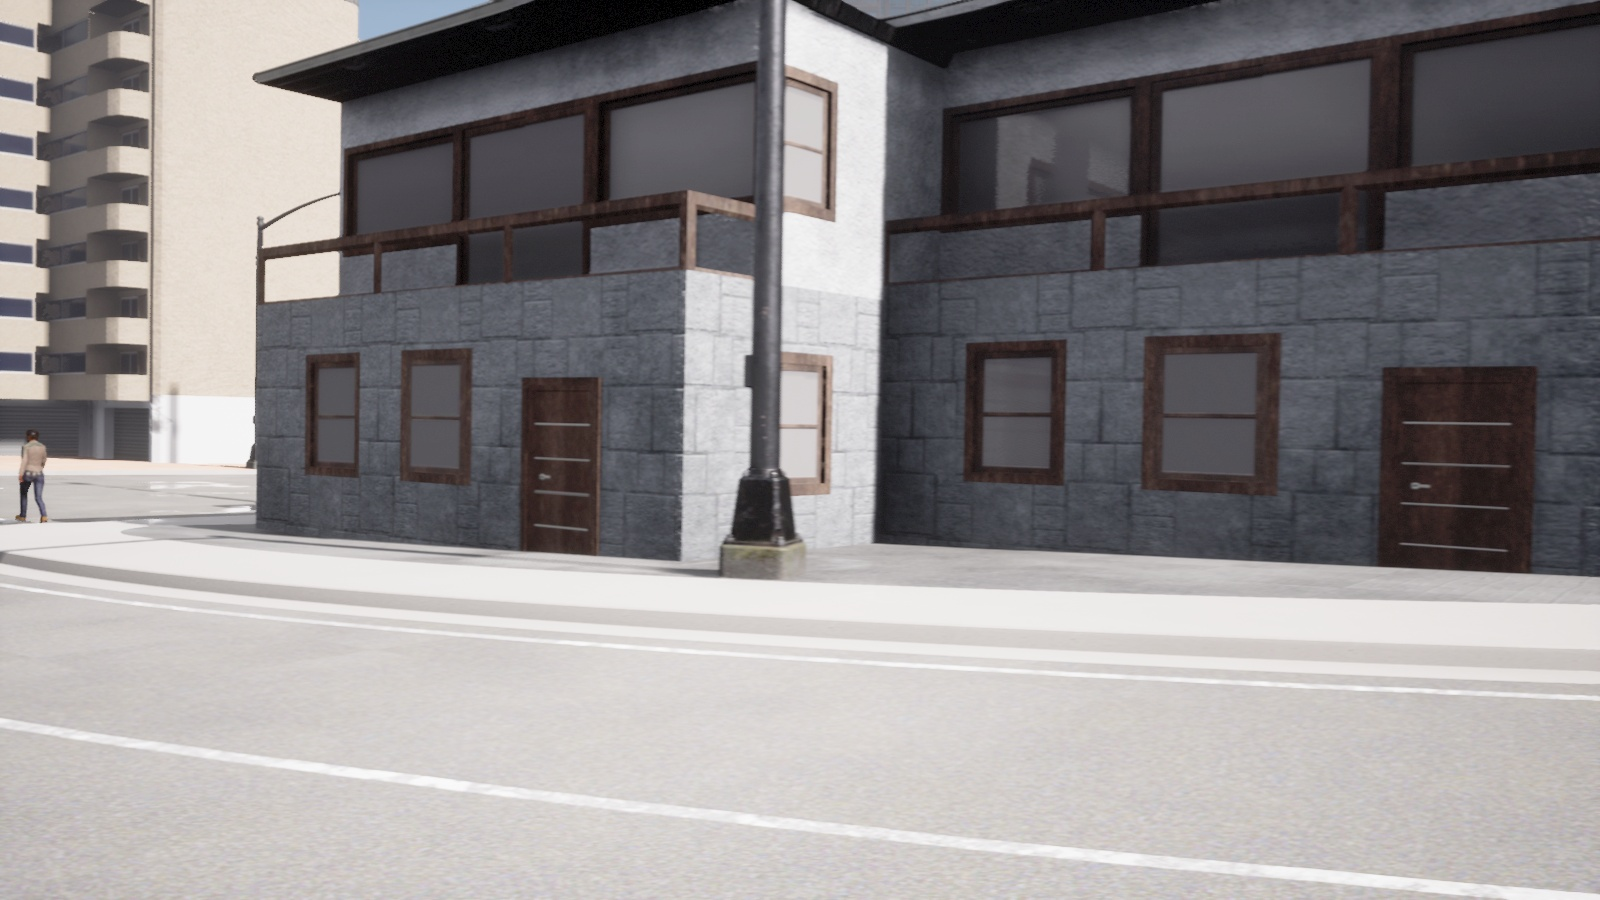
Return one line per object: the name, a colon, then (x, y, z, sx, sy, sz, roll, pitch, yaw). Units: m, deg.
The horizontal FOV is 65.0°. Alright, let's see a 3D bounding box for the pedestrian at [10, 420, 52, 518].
pedestrian: (-14.504, 0.350, 23.673, 0.869, 1.805, 0.328, 2, 1, 35)
